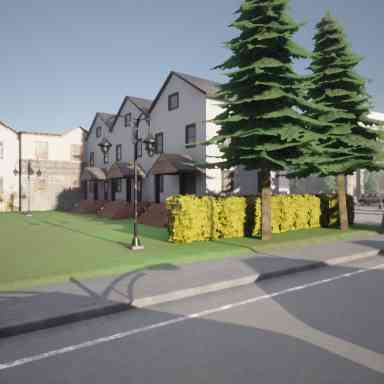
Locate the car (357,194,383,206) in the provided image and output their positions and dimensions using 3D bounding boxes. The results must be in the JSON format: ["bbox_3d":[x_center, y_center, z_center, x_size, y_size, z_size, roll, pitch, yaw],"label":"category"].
[{"bbox_3d":[26.957,1.097,49.072,1.932,1.855,4.605,0,0,-36],"label":"car"}]

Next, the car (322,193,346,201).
[{"bbox_3d":[31.817,1.097,74.527,1.932,1.855,4.605,0,0,-36],"label":"car"}]
